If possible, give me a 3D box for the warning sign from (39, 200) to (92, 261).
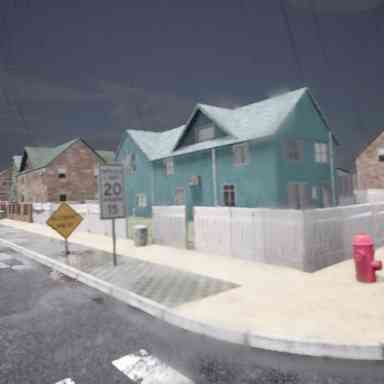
[{"bbox_3d":[-4.342,1.255,11.415,1.300,1.860,1.060,-4,0,-40],"label":"warning sign"}]
